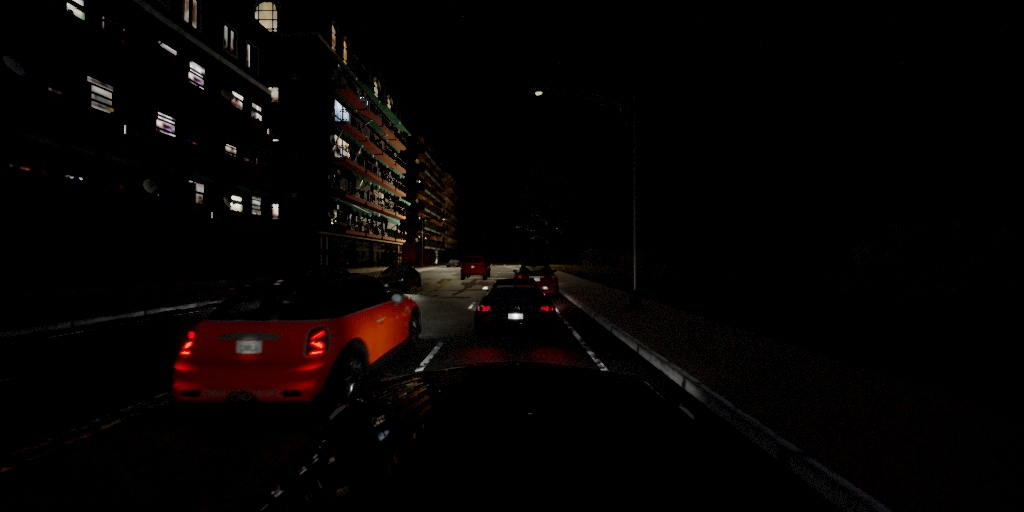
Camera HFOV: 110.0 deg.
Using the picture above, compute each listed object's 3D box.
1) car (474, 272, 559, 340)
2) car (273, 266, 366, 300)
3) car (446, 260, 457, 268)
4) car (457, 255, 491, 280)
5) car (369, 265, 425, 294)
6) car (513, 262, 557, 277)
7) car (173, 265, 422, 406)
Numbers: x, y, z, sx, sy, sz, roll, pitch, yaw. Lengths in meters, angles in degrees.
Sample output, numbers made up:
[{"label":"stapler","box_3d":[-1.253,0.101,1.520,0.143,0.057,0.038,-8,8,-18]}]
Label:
[{"label":"car","box_3d":[0.096,1.315,9.999,1.994,1.385,4.181,0,0,0]},{"label":"car","box_3d":[-9.846,1.299,19.000,2.033,1.411,5.357,0,0,0]},{"label":"car","box_3d":[-9.806,1.298,60.530,2.033,1.411,5.357,0,0,0]},{"label":"car","box_3d":[-3.147,0.974,31.654,2.150,2.045,5.566,0,0,1]},{"label":"car","box_3d":[-6.595,1.278,21.091,1.812,1.442,4.674,0,0,0]},{"label":"car","box_3d":[1.141,1.103,18.579,2.097,1.767,4.553,0,0,0]},{"label":"car","box_3d":[-3.151,1.104,6.425,2.097,1.767,4.553,0,0,0]}]
